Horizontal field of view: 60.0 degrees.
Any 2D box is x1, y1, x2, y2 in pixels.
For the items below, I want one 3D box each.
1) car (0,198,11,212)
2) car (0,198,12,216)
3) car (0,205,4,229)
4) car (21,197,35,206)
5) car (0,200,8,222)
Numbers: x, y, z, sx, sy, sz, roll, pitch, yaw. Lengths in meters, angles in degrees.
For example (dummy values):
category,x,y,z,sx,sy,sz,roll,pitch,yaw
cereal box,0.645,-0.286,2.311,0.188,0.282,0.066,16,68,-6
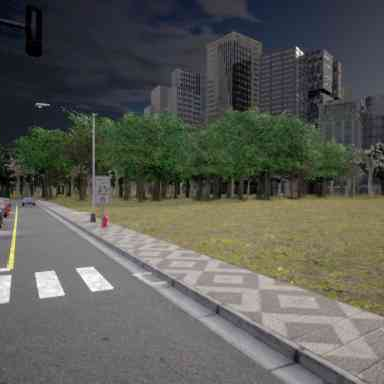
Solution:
category,x,y,z,sx,sy,sz,roll,pitch,yaw
car,-22.088,1.454,38.687,1.837,1.490,4.892,0,0,-28
car,-17.353,1.442,29.542,1.882,1.535,5.008,0,0,-27
car,-8.784,1.475,12.959,2.128,1.511,4.902,0,0,-27
car,-26.232,1.474,53.301,2.033,1.411,5.357,0,0,-29
car,-13.026,1.480,21.140,1.837,1.490,4.892,0,0,-27
